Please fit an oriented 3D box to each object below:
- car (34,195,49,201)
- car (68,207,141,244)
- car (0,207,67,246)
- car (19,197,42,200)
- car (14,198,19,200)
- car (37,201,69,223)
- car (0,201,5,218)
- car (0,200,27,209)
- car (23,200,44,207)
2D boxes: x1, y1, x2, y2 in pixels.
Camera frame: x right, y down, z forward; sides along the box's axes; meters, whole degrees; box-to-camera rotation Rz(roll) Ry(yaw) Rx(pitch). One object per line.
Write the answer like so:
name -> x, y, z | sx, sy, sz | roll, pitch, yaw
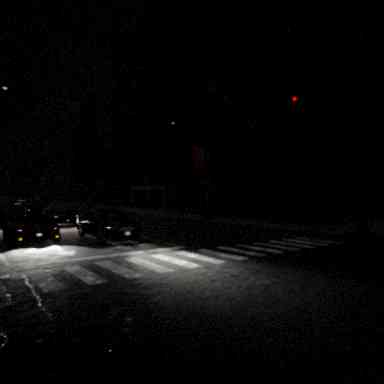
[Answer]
car -> -28.130, 1.481, 61.631 | 2.150, 2.045, 5.566 | 0, 0, -35
car -> -4.247, 1.562, 16.593 | 2.128, 1.511, 4.902 | 0, 0, -36
car -> -7.589, 1.628, 15.657 | 1.994, 1.385, 4.181 | 0, 0, -36
car -> -25.377, 1.820, 52.167 | 1.895, 1.301, 4.718 | 0, 0, -35
car -> -31.417, 1.743, 60.641 | 2.128, 1.511, 4.902 | 0, 0, -35
car -> -9.631, 1.628, 24.128 | 1.812, 1.442, 4.674 | 0, 0, -36
car -> -19.645, 1.640, 32.597 | 1.837, 1.490, 4.892 | 0, 0, -35
car -> -13.610, 1.577, 24.112 | 1.882, 1.535, 5.008 | 0, 0, -36
car -> -15.318, 1.737, 32.112 | 1.895, 1.301, 4.718 | 0, 0, -35
